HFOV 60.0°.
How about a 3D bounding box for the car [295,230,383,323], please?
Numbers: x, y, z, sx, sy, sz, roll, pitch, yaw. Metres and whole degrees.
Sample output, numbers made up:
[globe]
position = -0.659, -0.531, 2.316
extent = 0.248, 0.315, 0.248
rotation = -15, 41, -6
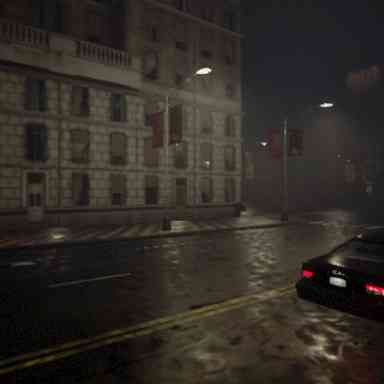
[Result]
[car]
position = 4.459, 1.544, 7.009
extent = 5.357, 1.411, 2.033
rotation = 0, 0, -36
